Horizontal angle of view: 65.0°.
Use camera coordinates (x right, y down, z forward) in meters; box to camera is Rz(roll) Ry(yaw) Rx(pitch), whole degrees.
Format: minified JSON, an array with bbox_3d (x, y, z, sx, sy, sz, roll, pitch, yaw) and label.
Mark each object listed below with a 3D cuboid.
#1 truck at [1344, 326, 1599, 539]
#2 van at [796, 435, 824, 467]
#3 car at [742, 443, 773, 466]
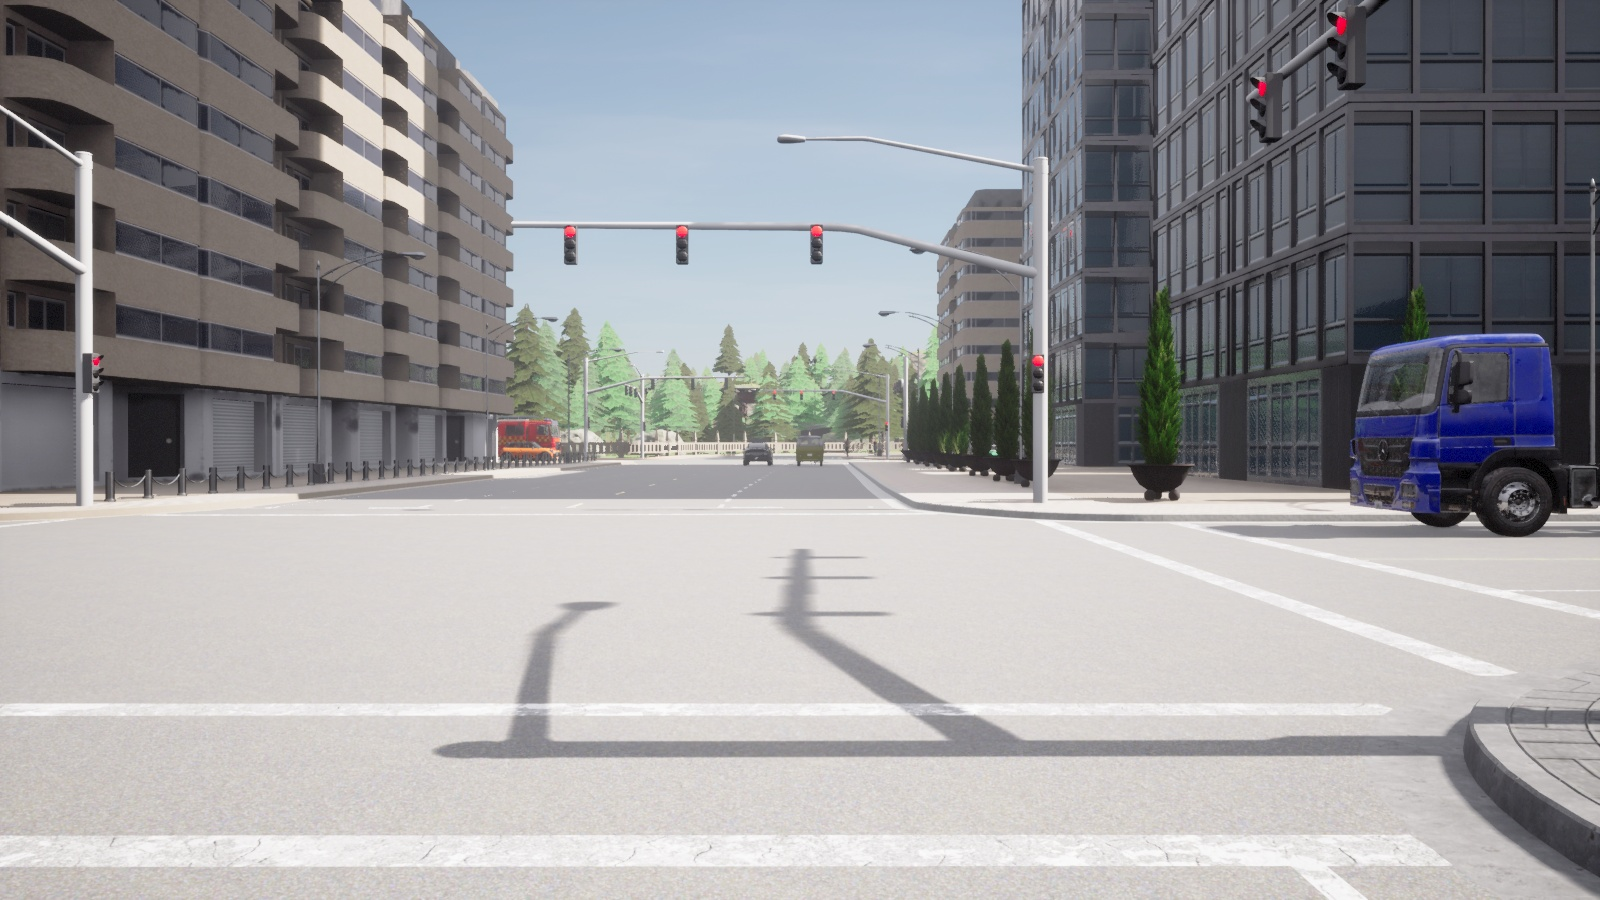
[{"bbox_3d":[14.035,-0.292,21.786,7.936,3.462,2.891,0,0,1],"label":"truck"},{"bbox_3d":[0.655,0.041,81.252,1.775,1.987,4.442,0,0,1],"label":"van"},{"bbox_3d":[-2.794,0.274,84.086,1.837,1.490,4.892,0,0,1],"label":"car"}]
